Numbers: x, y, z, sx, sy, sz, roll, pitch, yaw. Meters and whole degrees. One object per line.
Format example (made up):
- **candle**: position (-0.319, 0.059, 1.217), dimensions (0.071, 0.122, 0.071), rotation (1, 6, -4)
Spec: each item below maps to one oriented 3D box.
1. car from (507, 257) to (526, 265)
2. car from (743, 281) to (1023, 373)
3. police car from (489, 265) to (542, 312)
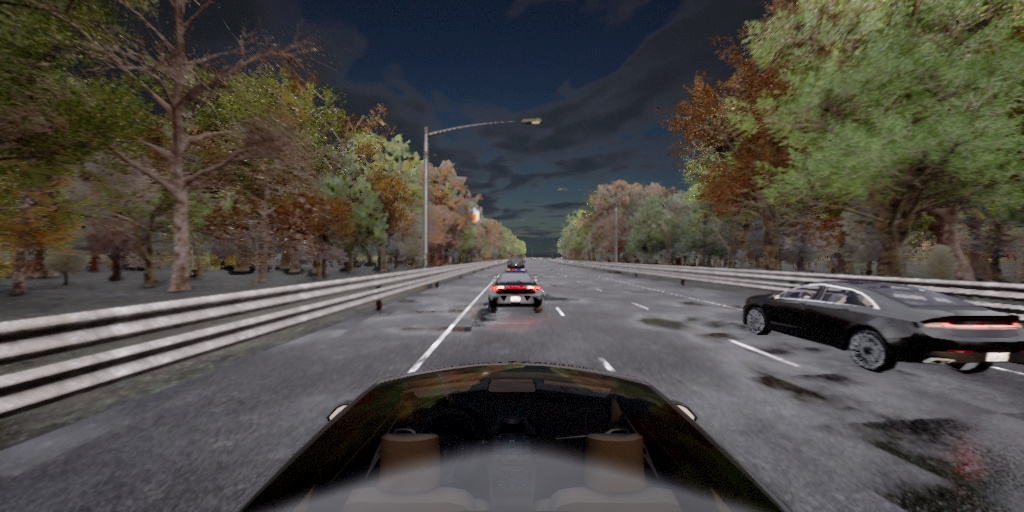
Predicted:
- **car**: position (0.539, 1.171, 45.648), dimensions (2.150, 2.045, 5.566), rotation (0, 0, 1)
- **car**: position (7.110, 1.274, 7.670), dimensions (2.128, 1.511, 4.902), rotation (0, 0, 0)
- **police car**: position (0.139, 1.312, 14.683), dimensions (2.038, 1.542, 4.974), rotation (0, -1, 0)
